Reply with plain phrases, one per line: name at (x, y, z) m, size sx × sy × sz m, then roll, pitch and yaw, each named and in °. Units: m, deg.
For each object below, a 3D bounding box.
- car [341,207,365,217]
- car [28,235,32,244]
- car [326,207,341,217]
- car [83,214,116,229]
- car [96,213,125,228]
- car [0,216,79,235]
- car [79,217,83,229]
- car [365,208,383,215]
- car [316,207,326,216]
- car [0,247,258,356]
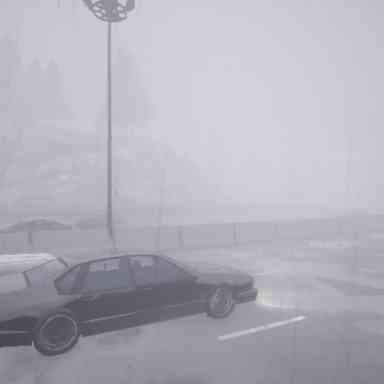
car at (24.127, 3.020, 48.595) m, size 2.128 × 1.511 × 4.902 m, roll -2°, pitch -3°, yaw 43°
car at (-5.701, 1.959, 8.038) m, size 4.718 × 1.301 × 1.895 m, roll 1°, pitch -2°, yaw -29°
car at (23.684, 3.178, 53.254) m, size 1.882 × 1.535 × 5.008 m, roll -2°, pitch -3°, yaw 42°
car at (-8.915, 2.663, 26.622) m, size 4.718 × 1.301 × 1.895 m, roll 1°, pitch -2°, yaw -30°
car at (-8.651, 2.718, 30.875) m, size 4.892 × 1.490 × 1.837 m, roll 1°, pitch -2°, yaw -32°
car at (-9.161, 2.275, 18.492) m, size 4.892 × 1.490 × 1.837 m, roll 1°, pitch -2°, yaw -29°
car at (-10.123, 2.383, 21.948) m, size 5.008 × 1.535 × 1.882 m, roll 1°, pitch -2°, yaw -29°
car at (25.561, 2.910, 45.036) m, size 1.812 × 1.442 × 4.674 m, roll -2°, pitch -3°, yaw 44°
car at (23.144, 3.365, 57.888) m, size 2.128 × 1.511 × 4.902 m, roll -2°, pitch -3°, yaw 41°
car at (-1.301, 1.804, 6.434) m, size 5.357 × 1.411 × 2.033 m, roll 1°, pitch -2°, yaw -30°
